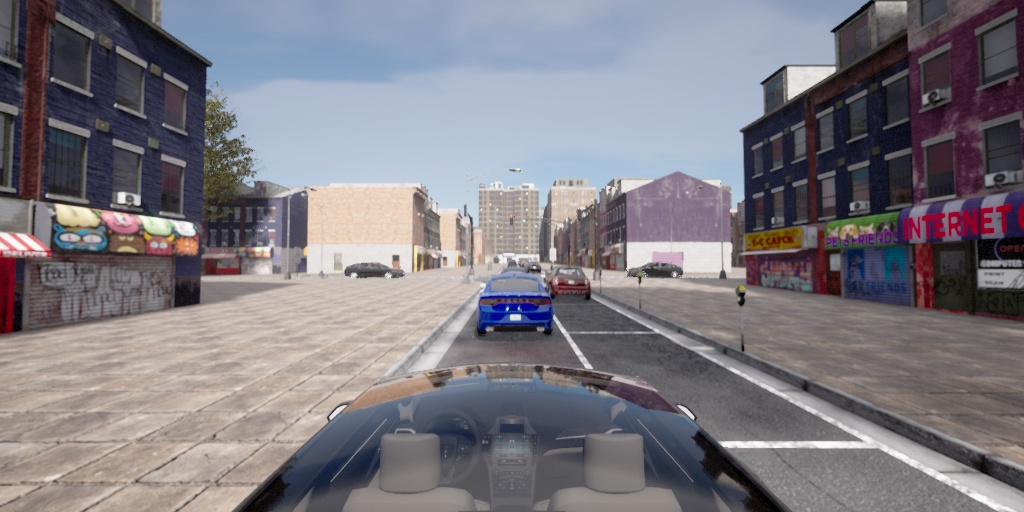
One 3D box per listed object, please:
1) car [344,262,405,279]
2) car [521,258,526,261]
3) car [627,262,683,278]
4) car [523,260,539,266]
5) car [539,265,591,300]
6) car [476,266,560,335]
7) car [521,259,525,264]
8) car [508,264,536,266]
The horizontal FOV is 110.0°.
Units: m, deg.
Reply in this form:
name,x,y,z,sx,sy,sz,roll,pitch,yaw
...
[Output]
name,x,y,z,sx,sy,sz,roll,pitch,yaw
car,-11.471,1.266,30.104,4.892,1.490,1.837,1,-2,2
car,2.690,1.448,55.816,1.751,1.417,4.829,0,0,0
car,13.065,1.321,32.860,4.892,1.490,1.837,0,-2,0
car,2.679,1.420,44.774,1.948,1.339,4.313,0,0,0
car,2.653,1.206,18.030,1.967,1.591,4.097,0,0,0
car,0.049,1.233,10.543,1.882,1.535,5.008,0,0,-1
car,2.684,1.452,50.210,1.948,1.339,4.313,0,0,0
car,0.116,1.292,18.233,1.812,1.442,4.674,0,0,0
